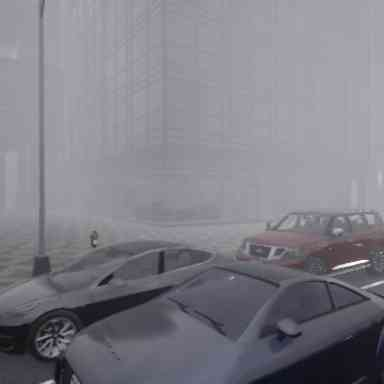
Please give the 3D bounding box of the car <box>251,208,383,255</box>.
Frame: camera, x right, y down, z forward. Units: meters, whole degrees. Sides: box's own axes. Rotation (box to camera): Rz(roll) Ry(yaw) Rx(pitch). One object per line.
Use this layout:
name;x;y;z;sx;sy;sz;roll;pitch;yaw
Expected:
car;3.535;1.396;9.189;5.009;1.841;2.192;1;-1;-35

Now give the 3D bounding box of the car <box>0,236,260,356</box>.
car;-1.081;1.587;5.890;4.313;1.339;1.947;1;-1;-35

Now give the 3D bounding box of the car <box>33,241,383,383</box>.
car;0.667;1.588;3.847;4.181;1.385;1.994;1;0;-36
